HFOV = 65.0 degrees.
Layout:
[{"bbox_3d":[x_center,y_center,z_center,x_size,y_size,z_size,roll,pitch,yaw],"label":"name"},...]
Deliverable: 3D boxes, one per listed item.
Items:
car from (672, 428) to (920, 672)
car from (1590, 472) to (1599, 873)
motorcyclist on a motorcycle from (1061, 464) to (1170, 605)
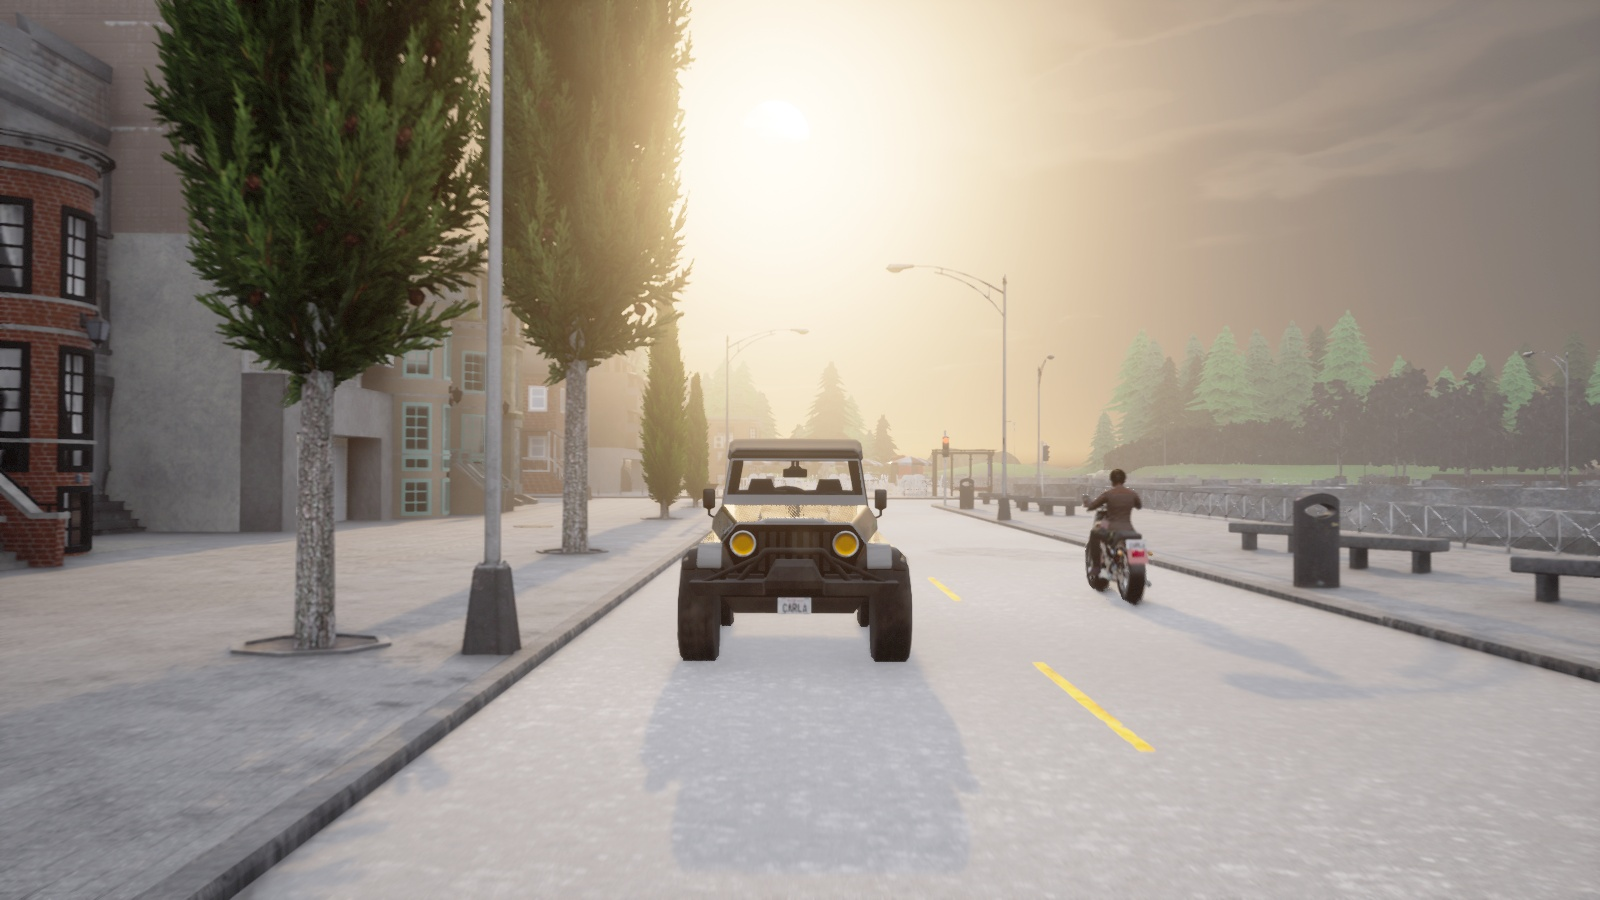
[{"bbox_3d":[-0.035,0.805,11.633,1.905,1.878,3.866,0,-1,0],"label":"car"},{"bbox_3d":[3.979,0.828,3.039,1.789,1.549,3.705,0,-1,0],"label":"car"},{"bbox_3d":[3.950,1.016,15.936,0.766,1.649,2.350,0,-1,0],"label":"motorcyclist on a motorcycle"}]
